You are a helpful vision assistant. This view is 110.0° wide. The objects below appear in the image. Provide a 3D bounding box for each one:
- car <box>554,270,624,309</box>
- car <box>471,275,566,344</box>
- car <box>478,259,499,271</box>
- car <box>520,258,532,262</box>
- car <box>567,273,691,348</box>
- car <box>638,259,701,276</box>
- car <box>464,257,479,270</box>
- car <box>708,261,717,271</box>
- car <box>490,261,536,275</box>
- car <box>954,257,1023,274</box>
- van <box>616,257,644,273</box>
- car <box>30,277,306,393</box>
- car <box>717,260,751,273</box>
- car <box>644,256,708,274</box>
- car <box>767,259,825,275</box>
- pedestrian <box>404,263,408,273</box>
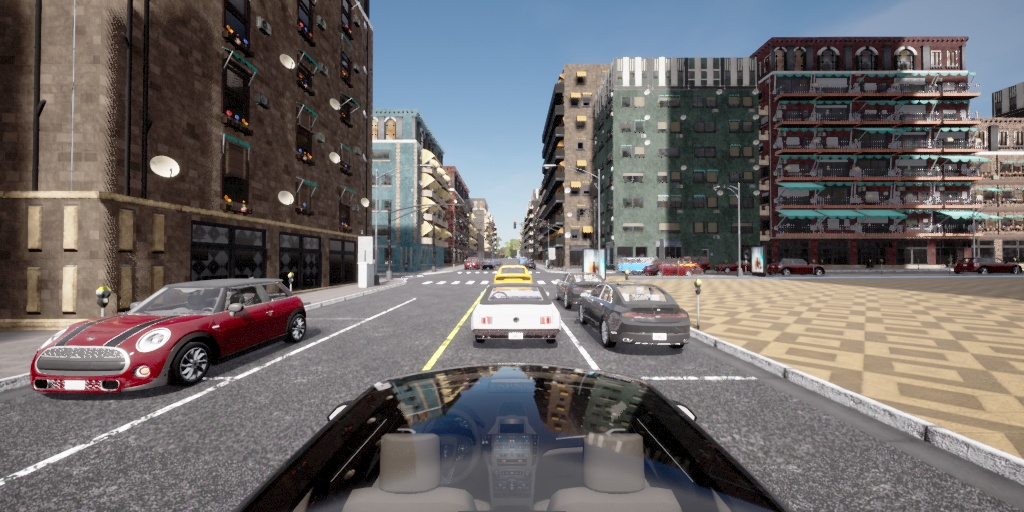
[{"bbox_3d":[2.793,1.304,14.590,2.007,1.370,4.403,0,0,0],"label":"car"},{"bbox_3d":[0.082,1.353,9.603,1.895,1.301,4.718,0,0,0],"label":"car"},{"bbox_3d":[-3.222,1.368,50.474,1.895,1.301,4.718,0,0,1],"label":"car"},{"bbox_3d":[2.580,1.334,52.782,1.948,1.339,4.313,0,0,0],"label":"car"},{"bbox_3d":[2.805,1.303,9.020,2.007,1.370,4.403,0,0,0],"label":"car"},{"bbox_3d":[13.644,1.163,31.240,4.207,1.307,1.802,0,0,0],"label":"car"},{"bbox_3d":[-5.800,1.083,52.804,2.192,1.841,5.009,0,0,0],"label":"car"},{"bbox_3d":[19.215,0.977,39.593,5.009,1.841,2.192,0,0,0],"label":"car"},{"bbox_3d":[0.055,1.233,19.056,1.882,1.535,5.008,0,0,0],"label":"car"},{"bbox_3d":[41.281,0.811,31.102,4.097,1.591,1.967,0,0,0],"label":"car"},{"bbox_3d":[13.688,1.046,39.620,3.998,1.789,1.690,0,0,0],"label":"van"},{"bbox_3d":[-5.830,1.191,6.765,1.967,1.591,4.097,0,0,0],"label":"car"},{"bbox_3d":[24.743,1.165,39.565,4.507,1.381,1.888,0,0,0],"label":"car"},{"bbox_3d":[15.392,0.957,33.870,4.553,1.767,2.097,0,-1,1],"label":"car"},{"bbox_3d":[24.699,0.935,31.185,4.097,1.591,1.967,0,0,0],"label":"car"},{"bbox_3d":[-12.618,1.097,42.714,0.375,1.860,0.375,0,0,0],"label":"pedestrian"}]
